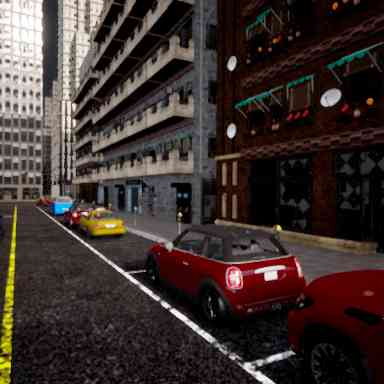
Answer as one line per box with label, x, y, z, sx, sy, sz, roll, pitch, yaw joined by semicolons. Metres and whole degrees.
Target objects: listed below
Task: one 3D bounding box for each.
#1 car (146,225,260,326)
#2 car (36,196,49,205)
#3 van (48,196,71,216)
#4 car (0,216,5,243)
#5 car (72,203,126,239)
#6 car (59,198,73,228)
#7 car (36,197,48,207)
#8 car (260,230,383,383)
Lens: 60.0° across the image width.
car;0.430;1.435;7.328;1.967;1.590;4.097;-1;0;-28
car;-25.496;1.465;56.582;1.752;1.417;4.829;-1;0;-28
van;-12.495;1.311;31.878;1.690;1.788;3.998;-1;0;-28
car;-9.835;1.510;15.443;1.812;1.442;4.674;0;0;-28
car;-4.818;1.510;17.299;1.752;1.417;4.829;-1;0;-28
car;-7.324;1.420;22.058;1.967;1.590;4.097;-1;0;-28
car;-22.832;1.491;51.521;1.887;1.381;4.507;-1;0;-28
car;3.014;1.314;2.417;2.192;1.841;5.009;-1;0;-28
